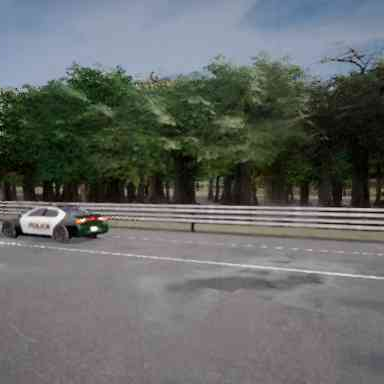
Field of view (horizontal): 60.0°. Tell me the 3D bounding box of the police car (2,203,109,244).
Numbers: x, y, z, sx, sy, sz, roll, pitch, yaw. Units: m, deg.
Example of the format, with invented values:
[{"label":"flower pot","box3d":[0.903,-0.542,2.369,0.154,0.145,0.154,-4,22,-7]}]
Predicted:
[{"label":"police car","box3d":[-6.167,1.302,14.615,4.974,1.542,2.038,1,0,25]}]
